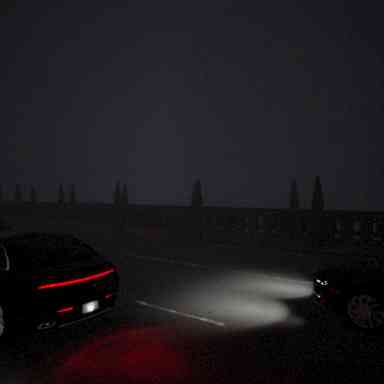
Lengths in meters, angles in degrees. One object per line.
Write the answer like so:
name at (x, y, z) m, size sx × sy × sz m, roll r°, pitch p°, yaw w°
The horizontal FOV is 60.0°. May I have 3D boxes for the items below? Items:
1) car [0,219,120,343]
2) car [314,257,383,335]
car at (-3.524, 1.513, 6.503) m, size 4.892 × 1.490 × 1.837 m, roll 0°, pitch 0°, yaw 35°
car at (4.446, 1.504, 5.120) m, size 4.892 × 1.490 × 1.837 m, roll 0°, pitch 0°, yaw 35°
